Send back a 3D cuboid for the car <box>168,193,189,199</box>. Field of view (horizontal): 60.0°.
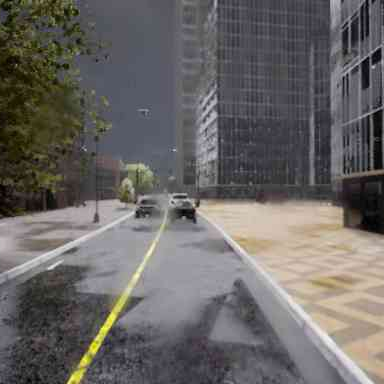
[{"bbox_3d":[-1.445,1.177,37.413,2.150,2.045,5.566,0,0,-4],"label":"car"}]

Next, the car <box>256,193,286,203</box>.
[{"bbox_3d":[13.223,1.114,55.910,5.009,1.841,2.192,0,-1,14],"label":"car"}]

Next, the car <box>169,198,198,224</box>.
[{"bbox_3d":[-0.643,1.475,24.829,1.837,1.490,4.892,0,0,-3],"label":"car"}]

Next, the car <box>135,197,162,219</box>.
[{"bbox_3d":[-3.701,1.314,28.864,2.097,1.767,4.553,0,0,-3],"label":"car"}]
